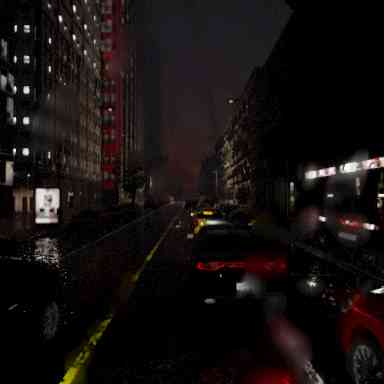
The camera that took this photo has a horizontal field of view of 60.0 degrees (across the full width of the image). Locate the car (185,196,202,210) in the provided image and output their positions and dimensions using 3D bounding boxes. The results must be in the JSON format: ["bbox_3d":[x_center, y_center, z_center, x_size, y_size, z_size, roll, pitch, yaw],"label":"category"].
[{"bbox_3d":[0.016,1.624,45.750,1.882,1.535,5.008,0,0,0],"label":"car"}]

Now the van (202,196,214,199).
[{"bbox_3d":[2.713,1.491,46.973,1.690,1.788,3.998,1,0,0],"label":"van"}]

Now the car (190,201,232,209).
[{"bbox_3d":[0.903,1.520,18.477,1.801,1.575,5.366,0,0,0],"label":"car"}]

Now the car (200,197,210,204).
[{"bbox_3d":[2.715,1.791,69.598,1.802,1.307,4.206,1,0,0],"label":"car"}]

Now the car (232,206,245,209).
[{"bbox_3d":[2.704,1.592,18.859,1.752,1.417,4.829,1,0,0],"label":"car"}]

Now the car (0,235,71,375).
[{"bbox_3d":[-2.999,1.540,3.691,1.812,1.442,4.674,0,0,0],"label":"car"}]

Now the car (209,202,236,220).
[{"bbox_3d":[2.706,1.651,30.002,2.008,1.369,4.403,1,0,0],"label":"car"}]

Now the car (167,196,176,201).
[{"bbox_3d":[-5.659,1.826,92.263,1.947,1.339,4.313,1,0,0],"label":"car"}]

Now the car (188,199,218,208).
[{"bbox_3d":[0.821,1.540,24.475,1.801,1.575,5.366,0,0,0],"label":"car"}]

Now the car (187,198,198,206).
[{"bbox_3d":[0.013,1.786,59.911,1.895,1.301,4.718,0,0,0],"label":"car"}]

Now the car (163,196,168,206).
[{"bbox_3d":[-5.668,1.763,58.323,1.802,1.307,4.206,1,0,0],"label":"car"}]

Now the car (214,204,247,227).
[{"bbox_3d":[2.705,1.650,24.345,1.947,1.339,4.313,1,0,0],"label":"car"}]

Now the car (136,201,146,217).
[{"bbox_3d":[-5.674,1.667,30.038,1.947,1.339,4.313,1,0,0],"label":"car"}]

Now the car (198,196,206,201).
[{"bbox_3d":[2.722,1.810,92.225,2.008,1.369,4.403,1,0,0],"label":"car"}]

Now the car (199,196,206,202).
[{"bbox_3d":[2.720,1.830,86.568,1.802,1.307,4.206,1,0,0],"label":"car"}]

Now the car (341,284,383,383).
[{"bbox_3d":[2.702,1.322,1.720,2.192,1.841,5.009,1,0,0],"label":"car"}]

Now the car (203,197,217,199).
[{"bbox_3d":[2.709,1.699,41.315,1.947,1.339,4.313,1,0,0],"label":"car"}]

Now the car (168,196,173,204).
[{"bbox_3d":[-5.663,1.649,69.636,1.967,1.590,4.097,1,0,0],"label":"car"}]

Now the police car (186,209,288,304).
[{"bbox_3d":[0.901,1.456,8.396,1.930,1.638,5.238,0,0,0],"label":"police car"}]

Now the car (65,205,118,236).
[{"bbox_3d":[-5.677,1.648,18.724,1.802,1.307,4.206,1,0,0],"label":"car"}]

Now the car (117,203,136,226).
[{"bbox_3d":[-5.675,1.629,24.381,1.887,1.381,4.507,1,0,0],"label":"car"}]

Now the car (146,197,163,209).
[{"bbox_3d":[-5.668,1.590,47.010,1.967,1.590,4.097,1,0,0],"label":"car"}]
